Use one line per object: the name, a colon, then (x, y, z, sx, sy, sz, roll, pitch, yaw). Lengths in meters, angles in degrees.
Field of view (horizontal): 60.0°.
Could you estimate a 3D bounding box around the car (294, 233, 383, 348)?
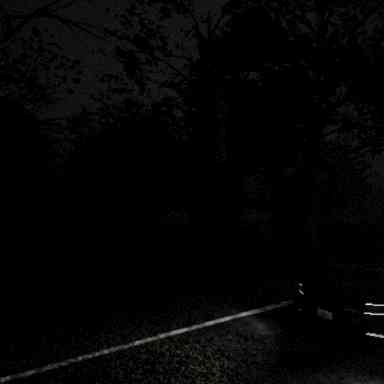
car: (4.063, 1.506, 6.114, 5.008, 1.535, 1.882, 0, -1, -31)
